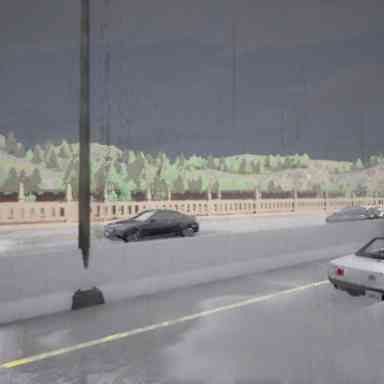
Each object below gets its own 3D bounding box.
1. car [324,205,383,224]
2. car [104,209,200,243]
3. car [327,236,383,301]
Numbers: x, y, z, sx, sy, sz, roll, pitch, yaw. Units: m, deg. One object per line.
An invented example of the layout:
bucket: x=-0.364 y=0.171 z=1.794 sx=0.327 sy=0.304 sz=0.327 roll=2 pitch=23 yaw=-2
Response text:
car: x=9.732 y=1.576 z=19.516 sx=4.892 sy=1.490 sz=1.837 roll=1 pitch=0 yaw=-35
car: x=-1.753 y=1.551 z=15.634 sx=4.674 sy=1.442 sz=1.812 roll=0 pitch=0 yaw=-35
car: x=5.165 y=1.630 z=7.435 sx=4.718 sy=1.301 sz=1.895 roll=0 pitch=0 yaw=-36
